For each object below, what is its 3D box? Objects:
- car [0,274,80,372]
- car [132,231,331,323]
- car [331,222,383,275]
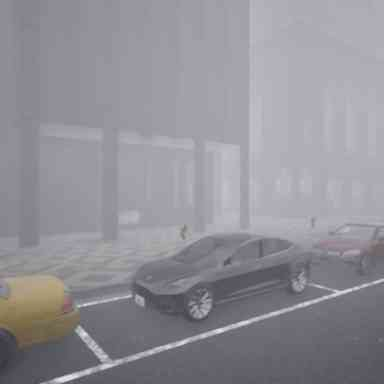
[{"bbox_3d":[-3.886,1.521,3.878,4.829,1.417,1.752,0,0,-36],"label":"car"},{"bbox_3d":[0.840,1.587,7.251,4.313,1.339,1.947,0,0,-36],"label":"car"},{"bbox_3d":[5.429,1.628,10.525,4.206,1.307,1.802,0,0,-36],"label":"car"}]
